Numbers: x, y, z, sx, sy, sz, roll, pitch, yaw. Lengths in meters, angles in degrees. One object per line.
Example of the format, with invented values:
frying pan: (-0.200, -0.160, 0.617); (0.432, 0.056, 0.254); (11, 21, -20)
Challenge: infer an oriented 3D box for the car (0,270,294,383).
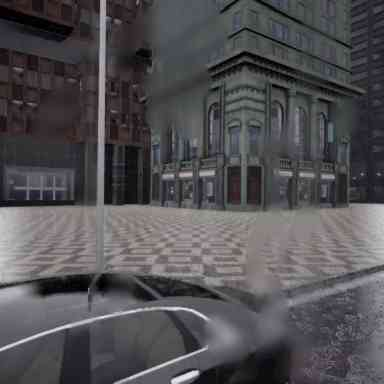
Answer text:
car: (-1.297, 1.505, 2.455); (4.892, 1.490, 1.837); (0, 0, -35)
